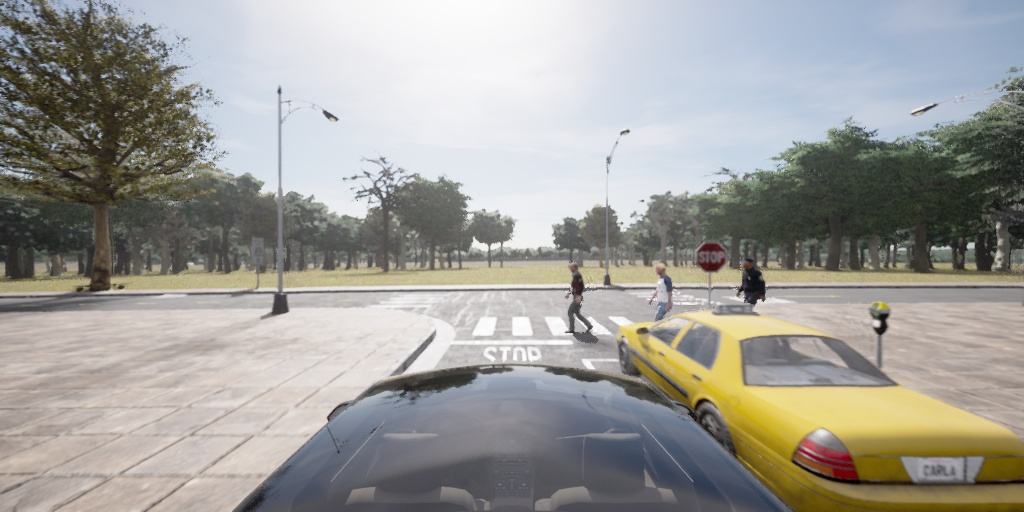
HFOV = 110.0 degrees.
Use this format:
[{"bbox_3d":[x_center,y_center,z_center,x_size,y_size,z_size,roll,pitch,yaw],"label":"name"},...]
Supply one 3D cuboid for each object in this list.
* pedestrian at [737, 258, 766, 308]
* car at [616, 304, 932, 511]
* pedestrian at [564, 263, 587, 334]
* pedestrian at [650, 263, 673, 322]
[{"bbox_3d":[5.574,0.855,8.371,0.375,1.860,0.375,0,0,0],"label":"pedestrian"},{"bbox_3d":[2.639,1.261,4.517,1.751,1.417,4.829,0,0,0],"label":"car"},{"bbox_3d":[1.584,1.006,8.975,0.375,1.860,0.375,0,0,0],"label":"pedestrian"},{"bbox_3d":[3.315,1.012,7.774,0.375,1.860,0.375,0,0,0],"label":"pedestrian"}]
